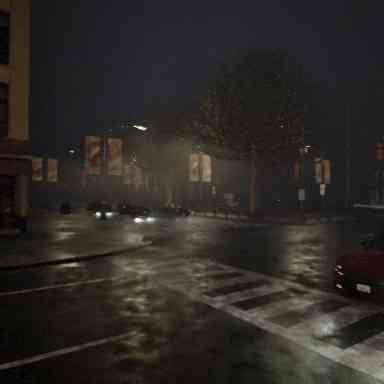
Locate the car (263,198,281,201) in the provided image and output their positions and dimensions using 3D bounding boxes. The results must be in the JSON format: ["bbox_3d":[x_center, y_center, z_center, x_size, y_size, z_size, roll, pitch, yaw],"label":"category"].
[{"bbox_3d":[16.517,2.005,67.887,2.002,1.452,4.674,1,-1,-36],"label":"car"}]

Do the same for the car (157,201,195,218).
[{"bbox_3d":[-2.059,1.832,33.689,1.895,1.301,4.718,1,-1,-36],"label":"car"}]

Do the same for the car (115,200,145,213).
[{"bbox_3d":[-7.865,1.795,41.777,1.994,1.385,4.181,1,-1,-37],"label":"car"}]

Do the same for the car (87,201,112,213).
[{"bbox_3d":[-11.384,1.750,40.707,1.994,1.385,4.181,1,-1,-35],"label":"car"}]

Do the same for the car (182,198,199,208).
[{"bbox_3d":[-0.599,1.735,51.698,2.097,1.767,4.553,1,-1,-36],"label":"car"}]

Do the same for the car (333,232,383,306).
[{"bbox_3d":[5.302,1.591,7.774,5.008,1.535,1.882,1,-1,-35],"label":"car"}]

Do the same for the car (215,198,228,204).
[{"bbox_3d":[6.041,2.044,75.372,2.161,1.482,4.786,1,-1,-36],"label":"car"}]

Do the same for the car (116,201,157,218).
[{"bbox_3d":[-5.551,1.750,32.556,1.994,1.385,4.181,1,-1,-36],"label":"car"}]
